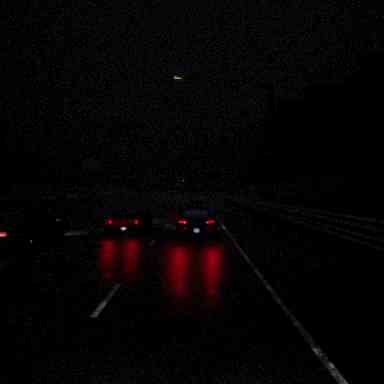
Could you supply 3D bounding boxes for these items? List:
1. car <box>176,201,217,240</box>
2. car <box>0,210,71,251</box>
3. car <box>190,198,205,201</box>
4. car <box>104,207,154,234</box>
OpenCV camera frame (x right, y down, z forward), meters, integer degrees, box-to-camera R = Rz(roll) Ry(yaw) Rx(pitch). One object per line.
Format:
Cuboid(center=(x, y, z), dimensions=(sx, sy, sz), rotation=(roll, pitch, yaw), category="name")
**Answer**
Cuboid(center=(0.211, 1.406, 16.199), dimensions=(1.812, 1.442, 4.674), rotation=(0, 0, 1), category="car")
Cuboid(center=(-6.840, 1.444, 13.550), dimensions=(2.033, 1.411, 5.357), rotation=(0, 0, 2), category="car")
Cuboid(center=(0.526, 1.276, 32.000), dimensions=(2.128, 1.511, 4.902), rotation=(0, 0, 1), category="car")
Cuboid(center=(-3.265, 1.465, 18.247), dimensions=(1.895, 1.301, 4.718), rotation=(0, 0, 1), category="car")
